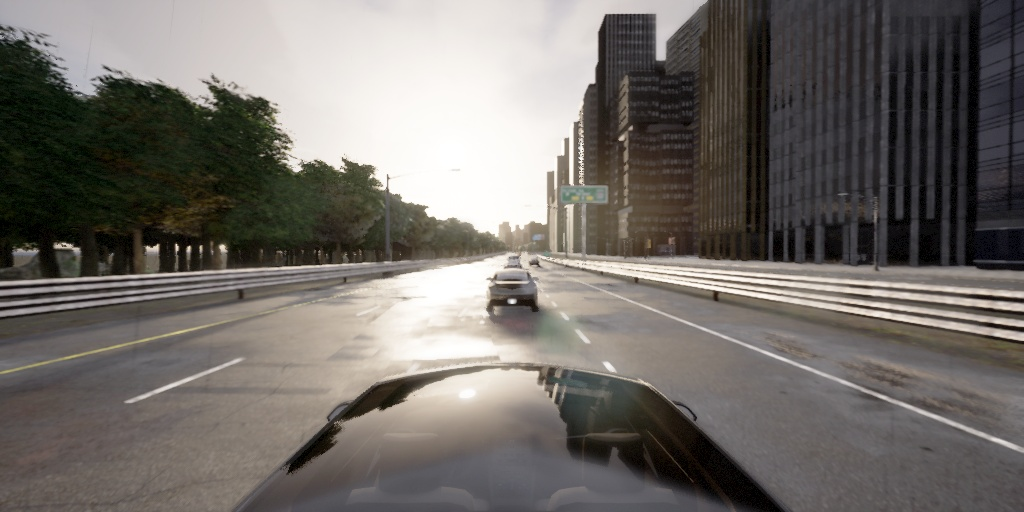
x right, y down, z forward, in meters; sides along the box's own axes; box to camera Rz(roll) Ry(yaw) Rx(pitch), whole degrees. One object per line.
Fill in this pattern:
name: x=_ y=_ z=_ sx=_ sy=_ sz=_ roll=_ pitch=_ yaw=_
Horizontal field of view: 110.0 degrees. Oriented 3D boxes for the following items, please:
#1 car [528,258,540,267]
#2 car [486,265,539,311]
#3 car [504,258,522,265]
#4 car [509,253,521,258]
car: x=3.998 y=1.158 z=65.109 sx=1.837 sy=1.490 sz=4.892 roll=0 pitch=-1 yaw=1
car: x=0.014 y=1.267 z=14.432 sx=1.837 sy=1.490 sz=4.892 roll=0 pitch=0 yaw=0
car: x=0.113 y=1.240 z=36.425 sx=2.128 sy=1.511 sz=4.902 roll=0 pitch=0 yaw=0
car: x=0.318 y=0.912 z=58.816 sx=2.150 sy=2.045 sz=5.566 roll=0 pitch=0 yaw=1
